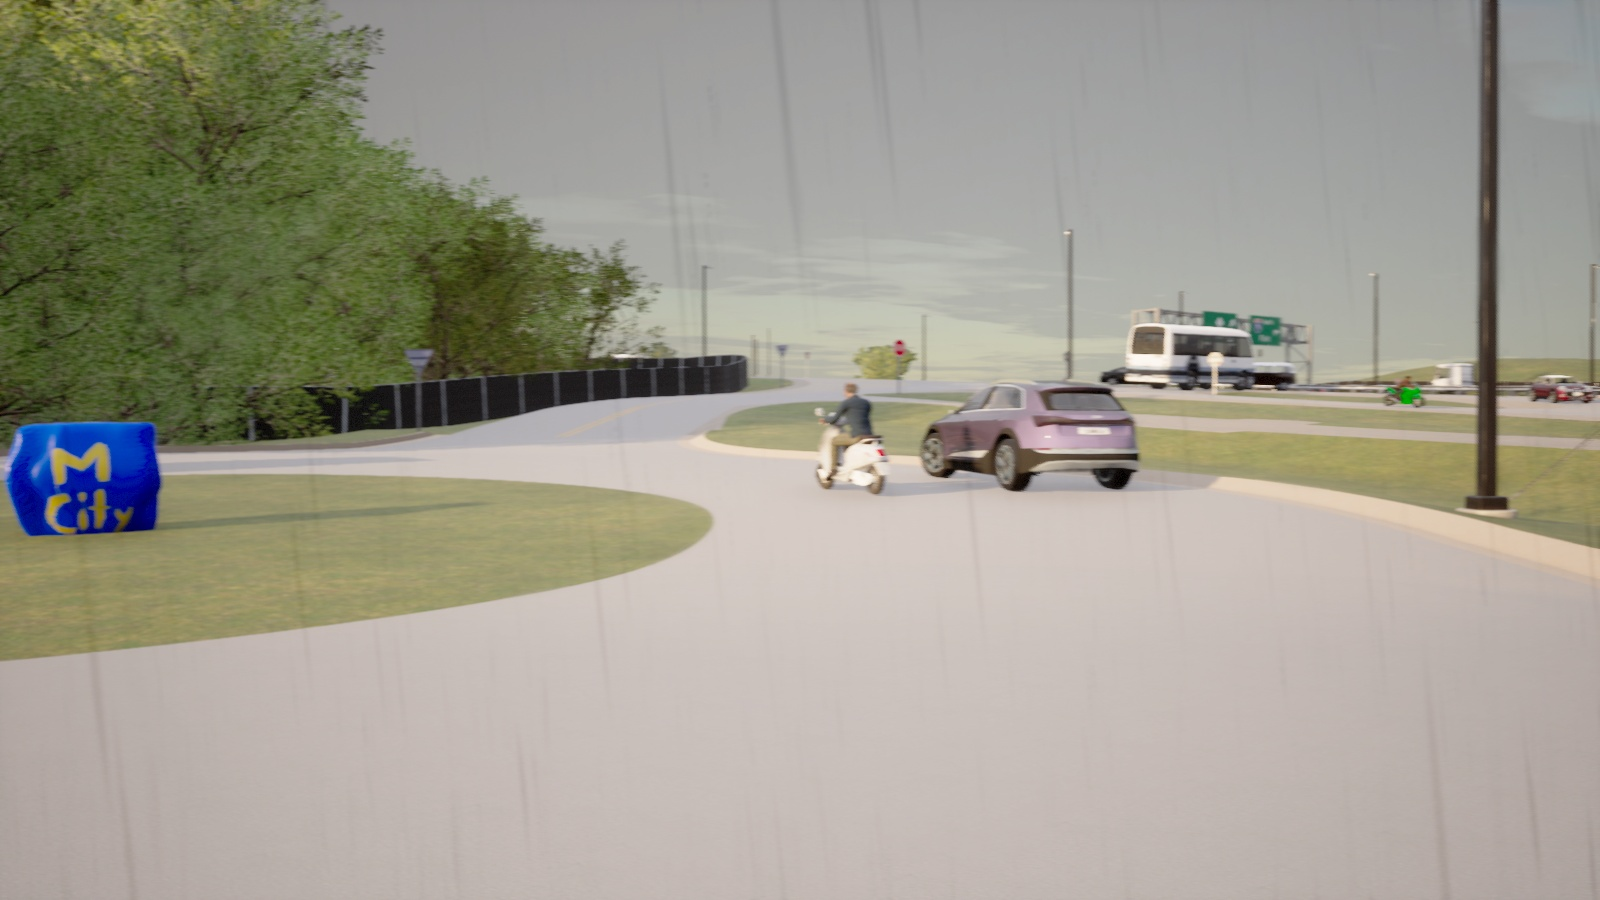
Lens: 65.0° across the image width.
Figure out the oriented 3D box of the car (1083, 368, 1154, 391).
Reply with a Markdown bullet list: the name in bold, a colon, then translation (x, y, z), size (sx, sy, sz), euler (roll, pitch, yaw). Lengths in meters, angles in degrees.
- **car**: translation (24.182, -5.347, 95.296), size (5.008, 1.535, 1.882), euler (3, 3, 21)

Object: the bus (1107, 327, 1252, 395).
- **bus**: translation (25.697, -5.947, 84.705), size (10.273, 4.253, 3.944), euler (-1, 6, -38)

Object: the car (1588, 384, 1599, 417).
- **car**: translation (38.915, -2.288, 58.782), size (2.128, 1.511, 4.902), euler (0, 4, 16)

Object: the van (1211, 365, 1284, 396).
- **van**: translation (32.675, -5.096, 91.788), size (4.480, 2.038, 2.069), euler (2, 3, 3)

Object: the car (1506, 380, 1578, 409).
- **car**: translation (41.280, -3.100, 69.939), size (1.970, 1.475, 3.806), euler (0, 4, 6)

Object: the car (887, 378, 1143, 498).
- **car**: translation (3.196, -0.270, 19.895), size (2.033, 1.649, 4.856), euler (0, 2, -16)

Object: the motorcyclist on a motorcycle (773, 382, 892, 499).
- **motorcyclist on a motorcycle**: translation (0.448, -0.168, 18.109), size (0.866, 1.590, 1.817), euler (-2, 3, -31)

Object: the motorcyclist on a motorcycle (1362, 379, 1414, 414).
- **motorcyclist on a motorcycle**: translation (27.973, -2.556, 59.771), size (0.797, 1.523, 2.044), euler (-1, 5, -38)
